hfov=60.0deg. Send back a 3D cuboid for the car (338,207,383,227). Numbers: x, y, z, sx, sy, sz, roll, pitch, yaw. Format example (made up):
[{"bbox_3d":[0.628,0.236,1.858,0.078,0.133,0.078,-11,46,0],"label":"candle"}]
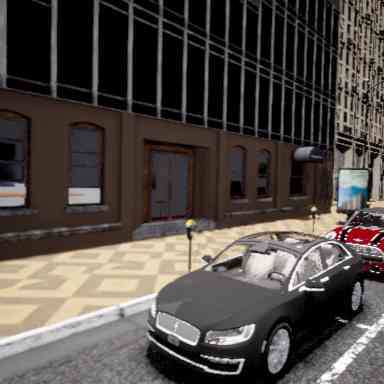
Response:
[{"bbox_3d":[5.228,1.190,9.292,1.967,1.590,4.097,4,3,44],"label":"car"}]

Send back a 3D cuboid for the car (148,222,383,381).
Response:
[{"bbox_3d":[1.317,1.364,5.217,2.008,1.369,4.403,4,3,44],"label":"car"}]
